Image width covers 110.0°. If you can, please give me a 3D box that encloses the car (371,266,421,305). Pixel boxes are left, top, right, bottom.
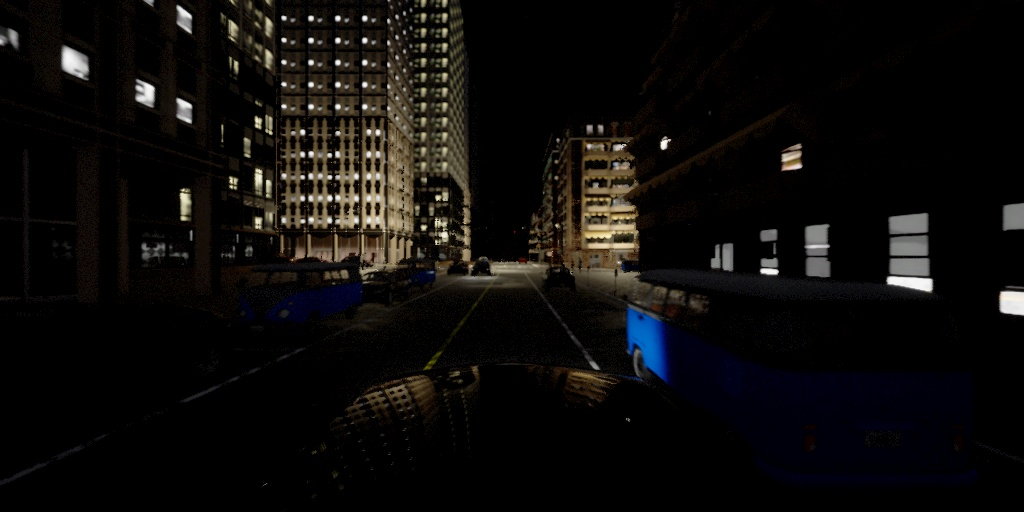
[{"bbox_3d":[-5.687,1.297,15.749,2.007,1.370,4.403,0,0,0],"label":"car"}]

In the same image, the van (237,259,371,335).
[{"bbox_3d":[-5.689,1.088,10.101,1.690,1.789,3.998,0,0,0],"label":"van"}]

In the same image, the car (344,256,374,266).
[{"bbox_3d":[-21.137,0.814,49.114,4.097,1.591,1.967,0,0,0],"label":"car"}]

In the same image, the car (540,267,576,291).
[{"bbox_3d":[2.695,1.294,21.396,2.007,1.370,4.403,0,0,0],"label":"car"}]

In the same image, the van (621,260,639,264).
[{"bbox_3d":[16.922,1.444,49.056,3.998,1.789,1.690,0,0,0],"label":"van"}]

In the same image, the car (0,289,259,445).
[{"bbox_3d":[-5.689,1.316,4.452,1.948,1.339,4.313,0,0,0],"label":"car"}]

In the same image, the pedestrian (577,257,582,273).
[{"bbox_3d":[8.143,1.075,43.075,0.375,1.860,0.375,0,0,0],"label":"pedestrian"}]

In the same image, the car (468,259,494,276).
[{"bbox_3d":[-3.045,1.269,36.534,1.812,1.442,4.674,0,0,1],"label":"car"}]

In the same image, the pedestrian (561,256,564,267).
[{"bbox_3d":[6.144,0.884,43.676,0.375,1.860,0.375,0,0,0],"label":"pedestrian"}]

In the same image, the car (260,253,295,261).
[{"bbox_3d":[-32.286,0.476,49.091,5.009,1.841,2.192,0,0,0],"label":"car"}]

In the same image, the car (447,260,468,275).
[{"bbox_3d":[-5.683,1.184,38.344,1.967,1.591,4.097,0,0,0],"label":"car"}]

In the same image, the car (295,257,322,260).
[{"bbox_3d":[-26.711,0.850,49.103,4.207,1.307,1.802,0,0,0],"label":"car"}]

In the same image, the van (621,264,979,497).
[{"bbox_3d":[2.691,1.089,4.450,1.690,1.789,3.998,0,0,0],"label":"van"}]

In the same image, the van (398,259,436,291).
[{"bbox_3d":[-5.686,1.086,21.398,1.690,1.789,3.998,0,0,0],"label":"van"}]

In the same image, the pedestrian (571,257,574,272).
[{"bbox_3d":[7.143,1.049,42.476,0.375,1.860,0.375,0,0,0],"label":"pedestrian"}]
